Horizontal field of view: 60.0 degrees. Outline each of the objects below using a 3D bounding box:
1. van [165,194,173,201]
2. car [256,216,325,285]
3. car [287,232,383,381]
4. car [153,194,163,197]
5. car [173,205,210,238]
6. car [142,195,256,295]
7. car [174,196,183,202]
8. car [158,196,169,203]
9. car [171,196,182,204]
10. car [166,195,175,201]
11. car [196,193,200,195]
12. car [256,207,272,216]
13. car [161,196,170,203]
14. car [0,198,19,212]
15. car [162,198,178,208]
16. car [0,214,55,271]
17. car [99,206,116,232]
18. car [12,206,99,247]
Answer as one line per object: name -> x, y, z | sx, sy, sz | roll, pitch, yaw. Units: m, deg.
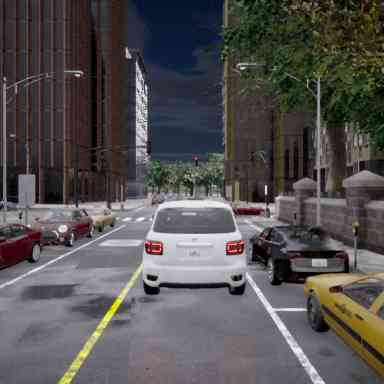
van -> -5.842, 1.372, 84.761 | 1.690, 1.788, 3.998 | 0, 0, 0
car -> 2.752, 1.566, 9.261 | 1.947, 1.339, 4.313 | 0, 0, 0
car -> 2.757, 1.525, 3.975 | 1.752, 1.417, 4.829 | 0, 0, 0
car -> -5.817, 1.329, 57.573 | 2.192, 1.841, 5.009 | 0, 0, 0
car -> 0.006, 1.527, 18.496 | 1.812, 1.442, 4.674 | 0, 0, 0
car -> 0.058, 1.222, 8.851 | 2.150, 2.045, 5.566 | 0, 0, 0
car -> -3.072, 1.559, 77.346 | 2.033, 1.411, 5.357 | 0, 0, 0
car -> -5.827, 1.602, 68.448 | 1.802, 1.307, 4.206 | 0, 0, 0
car -> -3.084, 1.583, 67.007 | 1.994, 1.385, 4.181 | 0, 0, 1
car -> -5.847, 1.586, 90.199 | 2.008, 1.369, 4.403 | 0, 0, 0
car -> 0.043, 1.522, 62.208 | 1.837, 1.490, 4.892 | 0, 0, 0
car -> 5.122, 1.729, 31.680 | 4.718, 1.301, 1.895 | 1, 0, 0
car -> -5.832, 1.549, 73.716 | 1.752, 1.417, 4.829 | 0, 0, 0
car -> -18.758, 1.190, 31.609 | 4.674, 1.442, 1.812 | 1, 0, -1
car -> -3.140, 1.574, 48.138 | 1.994, 1.385, 4.181 | 0, 0, 0
car -> -5.773, 1.545, 9.252 | 1.887, 1.381, 4.507 | 0, 0, 0
car -> -5.783, 1.527, 19.995 | 1.752, 1.417, 4.829 | 0, 0, 0
car -> -5.778, 1.441, 14.709 | 1.967, 1.590, 4.097 | 0, 0, 0
